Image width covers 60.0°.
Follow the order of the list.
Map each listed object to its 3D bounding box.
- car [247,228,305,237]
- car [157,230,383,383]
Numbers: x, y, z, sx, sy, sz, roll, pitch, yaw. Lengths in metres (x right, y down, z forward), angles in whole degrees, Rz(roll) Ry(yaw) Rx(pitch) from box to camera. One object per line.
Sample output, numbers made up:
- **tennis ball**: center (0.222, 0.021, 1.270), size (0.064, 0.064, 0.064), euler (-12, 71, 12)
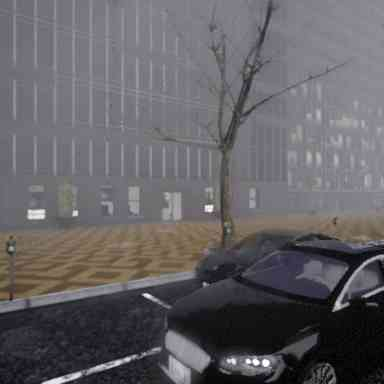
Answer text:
- **car**: center (2.112, 1.600, 8.071), size (4.313, 1.339, 1.947), euler (0, 0, -35)
- **car**: center (1.869, 1.514, 4.712), size (4.902, 1.511, 2.128), euler (0, 0, -35)
